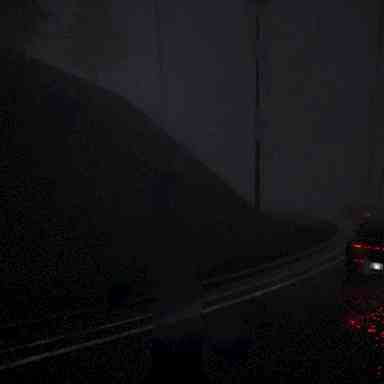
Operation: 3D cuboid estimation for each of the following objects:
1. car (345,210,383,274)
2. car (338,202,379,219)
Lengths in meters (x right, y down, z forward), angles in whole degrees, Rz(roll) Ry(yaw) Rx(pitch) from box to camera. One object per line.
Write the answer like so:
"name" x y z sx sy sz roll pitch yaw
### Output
"car" 6.040 1.529 9.906 1.837 1.490 4.892 0 1 40
"car" 13.461 1.534 27.118 1.882 1.535 5.008 0 0 9
